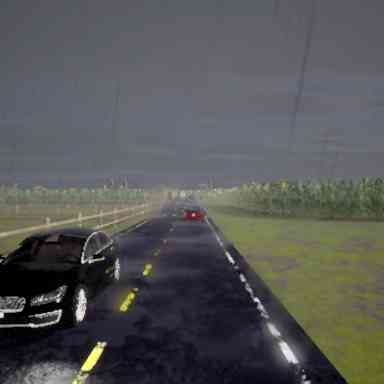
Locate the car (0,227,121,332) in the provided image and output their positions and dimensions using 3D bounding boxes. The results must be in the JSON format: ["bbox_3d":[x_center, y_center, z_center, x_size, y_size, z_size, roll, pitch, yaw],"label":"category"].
[{"bbox_3d":[-2.844,1.604,7.312,1.837,1.490,4.892,0,-1,0],"label":"car"}]

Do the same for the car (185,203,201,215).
[{"bbox_3d":[0.127,2.122,42.135,1.895,1.301,4.718,0,-1,0],"label":"car"}]

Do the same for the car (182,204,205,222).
[{"bbox_3d":[0.119,1.952,30.645,1.994,1.385,4.181,0,-1,0],"label":"car"}]

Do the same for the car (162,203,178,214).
[{"bbox_3d":[-2.818,2.085,43.571,2.033,1.411,5.357,0,-1,0],"label":"car"}]
